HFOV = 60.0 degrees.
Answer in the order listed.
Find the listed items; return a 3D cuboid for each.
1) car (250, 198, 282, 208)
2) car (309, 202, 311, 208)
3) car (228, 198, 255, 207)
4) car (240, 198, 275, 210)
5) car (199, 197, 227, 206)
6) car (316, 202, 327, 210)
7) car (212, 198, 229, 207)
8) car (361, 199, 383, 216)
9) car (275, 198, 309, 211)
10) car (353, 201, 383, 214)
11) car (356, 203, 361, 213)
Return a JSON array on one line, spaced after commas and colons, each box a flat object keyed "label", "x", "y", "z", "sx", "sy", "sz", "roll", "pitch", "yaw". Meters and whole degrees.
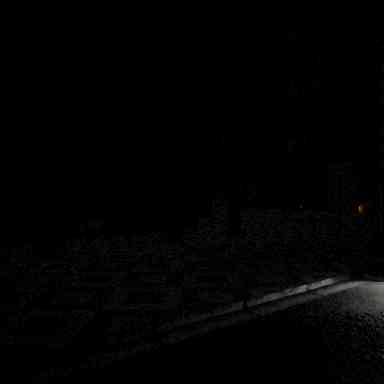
[{"label": "car", "x": 11.381, "y": 1.705, "z": 51.543, "sx": 1.752, "sy": 1.417, "sz": 4.829, "roll": 2, "pitch": -1, "yaw": -36}, {"label": "car", "x": 14.680, "y": 1.742, "z": 46.947, "sx": 1.947, "sy": 1.339, "sz": 4.313, "roll": 2, "pitch": -1, "yaw": -36}, {"label": "car", "x": 8.280, "y": 1.733, "z": 55.861, "sx": 2.008, "sy": 1.369, "sz": 4.403, "roll": 2, "pitch": -1, "yaw": -36}, {"label": "car", "x": 7.755, "y": 1.494, "z": 41.981, "sx": 1.887, "sy": 1.381, "sz": 4.507, "roll": 2, "pitch": -1, "yaw": -36}, {"label": "car", "x": 3.598, "y": 1.660, "z": 57.735, "sx": 2.033, "sy": 1.411, "sz": 5.357, "roll": 2, "pitch": -1, "yaw": -35}, {"label": "car", "x": 17.880, "y": 1.754, "z": 42.490, "sx": 1.802, "sy": 1.307, "sz": 4.206, "roll": 2, "pitch": -1, "yaw": -36}, {"label": "car", "x": 4.654, "y": 1.478, "z": 46.301, "sx": 1.752, "sy": 1.417, "sz": 4.829, "roll": 2, "pitch": -1, "yaw": -36}, {"label": "car", "x": 17.340, "y": 1.380, "z": 28.635, "sx": 1.967, "sy": 1.590, "sz": 4.097, "roll": 2, "pitch": -1, "yaw": -37}, {"label": "car", "x": 11.464, "y": 1.508, "z": 41.384, "sx": 2.128, "sy": 1.511, "sz": 4.902, "roll": 2, "pitch": -1, "yaw": -36}, {"label": "car", "x": 21.080, "y": 1.735, "z": 38.033, "sx": 1.947, "sy": 1.339, "sz": 4.313, "roll": 2, "pitch": -1, "yaw": -36}, {"label": "car", "x": 18.543, "y": 1.489, "z": 31.520, "sx": 1.882, "sy": 1.535, "sz": 5.008, "roll": 2, "pitch": -1, "yaw": -36}]
